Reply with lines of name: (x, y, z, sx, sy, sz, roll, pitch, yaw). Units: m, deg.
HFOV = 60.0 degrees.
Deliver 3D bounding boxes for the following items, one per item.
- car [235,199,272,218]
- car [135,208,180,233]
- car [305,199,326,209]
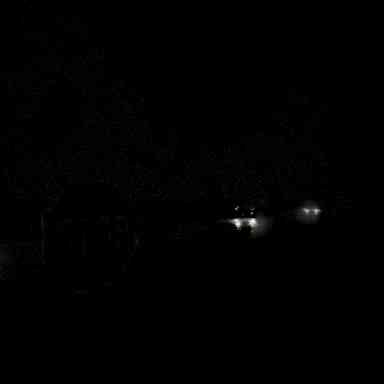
car: (5.877, 1.474, 31.636, 2.097, 1.767, 4.553, -2, -1, 36)
car: (-2.609, 1.642, 20.090, 1.994, 1.385, 4.181, -2, -2, 37)
car: (17.604, 1.757, 47.404, 1.994, 1.385, 4.181, -2, -2, 36)
